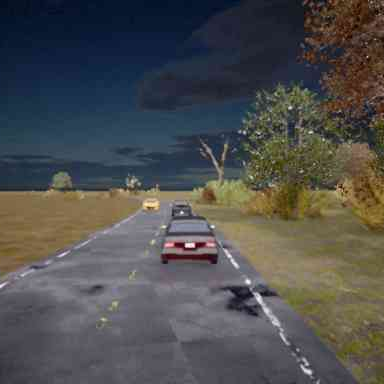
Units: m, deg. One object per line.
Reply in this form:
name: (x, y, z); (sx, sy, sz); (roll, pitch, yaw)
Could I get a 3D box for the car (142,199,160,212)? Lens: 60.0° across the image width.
car: (-4.882, 1.566, 40.114); (1.882, 1.535, 5.008); (0, 0, -5)

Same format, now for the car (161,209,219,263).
car: (-0.119, 1.577, 12.018); (2.033, 1.411, 5.357); (0, 0, -1)

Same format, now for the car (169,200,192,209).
car: (-1.068, 1.576, 31.993); (1.837, 1.490, 4.892); (0, 0, -4)
